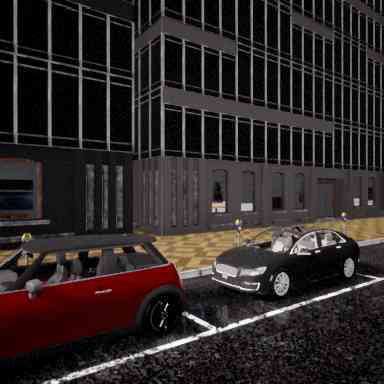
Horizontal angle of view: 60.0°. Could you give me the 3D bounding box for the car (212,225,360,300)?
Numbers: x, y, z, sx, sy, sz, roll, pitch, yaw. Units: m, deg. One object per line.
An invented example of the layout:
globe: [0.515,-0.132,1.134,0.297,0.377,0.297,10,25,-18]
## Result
car: [2.477,1.549,8.324,4.403,1.369,2.008,0,0,-35]

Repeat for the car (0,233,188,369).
car: [-2.158,1.440,5.021,4.097,1.590,1.967,0,0,-35]
